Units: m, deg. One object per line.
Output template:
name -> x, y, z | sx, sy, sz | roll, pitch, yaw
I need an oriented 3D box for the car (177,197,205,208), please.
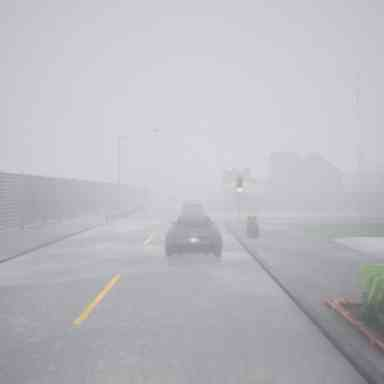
car -> 0.077, 1.431, 28.843 | 2.128, 1.511, 4.902 | 0, 0, 0

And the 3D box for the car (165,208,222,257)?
car -> 0.065, 1.536, 12.864 | 1.994, 1.385, 4.181 | 0, 0, 0

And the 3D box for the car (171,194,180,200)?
car -> -3.972, 1.248, 82.077 | 1.882, 1.535, 5.008 | 0, 0, 0

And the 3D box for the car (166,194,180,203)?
car -> -3.989, 1.408, 65.729 | 2.033, 1.411, 5.357 | 0, 0, 0
